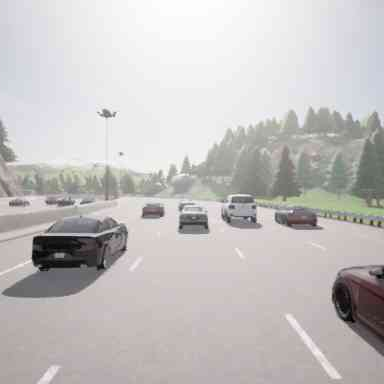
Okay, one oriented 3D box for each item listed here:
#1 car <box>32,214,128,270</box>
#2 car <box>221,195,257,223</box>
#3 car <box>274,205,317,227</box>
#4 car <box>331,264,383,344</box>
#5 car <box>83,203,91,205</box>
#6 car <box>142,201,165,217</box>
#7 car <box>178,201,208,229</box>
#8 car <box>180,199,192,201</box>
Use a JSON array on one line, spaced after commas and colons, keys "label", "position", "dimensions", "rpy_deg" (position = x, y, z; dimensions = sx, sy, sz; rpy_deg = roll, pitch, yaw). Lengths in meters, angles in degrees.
[{"label": "car", "position": [-3.402, 1.478, 11.026], "dimensions": [1.882, 1.535, 5.008], "rpy_deg": [0, 0, 0]}, {"label": "car", "position": [3.540, 1.223, 25.860], "dimensions": [2.150, 2.045, 5.566], "rpy_deg": [0, 0, -1]}, {"label": "car", "position": [7.069, 1.566, 23.072], "dimensions": [1.994, 1.385, 4.181], "rpy_deg": [0, 0, -1]}, {"label": "car", "position": [3.599, 1.564, 4.553], "dimensions": [1.994, 1.385, 4.181], "rpy_deg": [0, 0, 0]}, {"label": "car", "position": [-16.413, 1.566, 52.963], "dimensions": [1.994, 1.385, 4.181], "rpy_deg": [0, 0, -8]}, {"label": "car", "position": [-3.663, 1.566, 31.874], "dimensions": [1.994, 1.385, 4.181], "rpy_deg": [0, 0, -3]}, {"label": "car", "position": [0.088, 1.549, 21.802], "dimensions": [2.033, 1.411, 5.357], "rpy_deg": [0, 0, 0]}, {"label": "car", "position": [-0.714, 1.550, 40.970], "dimensions": [2.033, 1.411, 5.357], "rpy_deg": [0, 0, -5]}]
